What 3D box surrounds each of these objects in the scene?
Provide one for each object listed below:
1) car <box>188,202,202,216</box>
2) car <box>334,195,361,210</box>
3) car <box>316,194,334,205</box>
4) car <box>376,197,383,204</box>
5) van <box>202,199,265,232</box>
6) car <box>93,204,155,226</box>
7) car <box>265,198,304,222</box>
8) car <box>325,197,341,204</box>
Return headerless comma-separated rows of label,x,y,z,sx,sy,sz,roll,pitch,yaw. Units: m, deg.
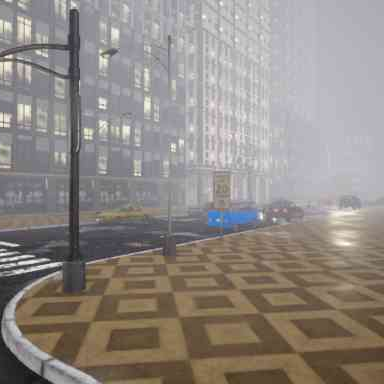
car,1.327,1.604,31.687,1.802,1.307,4.206,0,0,38
car,21.138,1.369,44.528,2.192,1.841,5.009,0,0,38
car,25.064,1.381,62.565,2.192,1.841,5.009,0,0,38
car,38.091,1.659,66.582,1.947,1.339,4.313,0,0,38
van,2.616,1.368,20.251,1.690,1.788,3.998,0,0,38
car,-4.776,1.540,23.960,1.752,1.417,4.829,0,0,38
car,7.574,1.472,26.884,1.967,1.590,4.097,0,0,38
car,28.454,1.625,66.975,2.008,1.369,4.403,0,0,38
